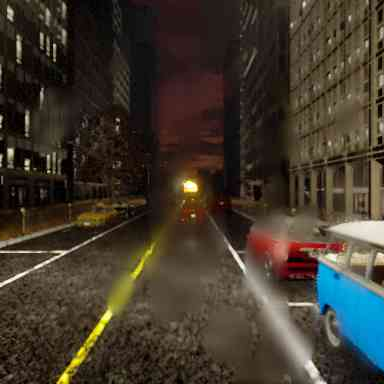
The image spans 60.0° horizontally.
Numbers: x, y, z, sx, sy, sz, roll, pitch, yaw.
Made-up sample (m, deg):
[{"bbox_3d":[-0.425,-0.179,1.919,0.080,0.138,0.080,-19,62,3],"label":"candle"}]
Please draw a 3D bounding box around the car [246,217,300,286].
[{"bbox_3d":[2.687,1.381,9.221,1.967,1.590,4.097,0,0,0],"label":"car"}]

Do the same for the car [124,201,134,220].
[{"bbox_3d":[-5.705,1.378,26.304,2.008,1.369,4.403,0,0,0],"label":"car"}]

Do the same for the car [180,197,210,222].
[{"bbox_3d":[0.086,1.367,24.160,1.812,1.442,4.674,0,1,0],"label":"car"}]

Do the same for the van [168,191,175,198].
[{"bbox_3d":[-5.748,0.668,94.609,1.690,1.788,3.998,0,0,0],"label":"van"}]

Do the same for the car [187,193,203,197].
[{"bbox_3d":[0.074,1.232,40.887,1.837,1.490,4.892,0,0,0],"label":"car"}]

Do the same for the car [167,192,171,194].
[{"bbox_3d":[-5.731,1.126,66.148,1.802,1.307,4.206,0,0,0],"label":"car"}]

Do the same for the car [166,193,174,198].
[{"bbox_3d":[-5.746,0.915,88.918,1.887,1.381,4.507,0,0,0],"label":"car"}]

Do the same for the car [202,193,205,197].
[{"bbox_3d":[2.666,1.025,43.373,2.192,1.841,5.009,0,0,0],"label":"car"}]

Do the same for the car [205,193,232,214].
[{"bbox_3d":[2.673,1.104,31.989,2.192,1.841,5.009,0,0,0],"label":"car"}]

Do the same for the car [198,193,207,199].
[{"bbox_3d":[2.639,0.981,83.219,1.947,1.339,4.313,0,0,0],"label":"car"}]

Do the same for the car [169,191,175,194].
[{"bbox_3d":[-5.738,1.009,77.534,2.008,1.369,4.403,0,0,0],"label":"car"}]

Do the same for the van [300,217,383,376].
[{"bbox_3d":[2.691,1.318,3.530,1.690,1.788,3.998,0,0,0],"label":"van"}]

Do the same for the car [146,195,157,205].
[{"bbox_3d":[-5.720,1.220,49.073,2.008,1.369,4.403,0,0,0],"label":"car"}]

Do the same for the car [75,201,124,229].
[{"bbox_3d":[-5.701,1.392,20.441,1.752,1.417,4.829,0,0,0],"label":"car"}]

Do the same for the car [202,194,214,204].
[{"bbox_3d":[2.657,1.153,54.928,1.752,1.417,4.829,0,0,0],"label":"car"}]

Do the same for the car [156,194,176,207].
[{"bbox_3d":[-3.115,1.273,43.520,1.994,1.385,4.181,0,0,0],"label":"car"}]
